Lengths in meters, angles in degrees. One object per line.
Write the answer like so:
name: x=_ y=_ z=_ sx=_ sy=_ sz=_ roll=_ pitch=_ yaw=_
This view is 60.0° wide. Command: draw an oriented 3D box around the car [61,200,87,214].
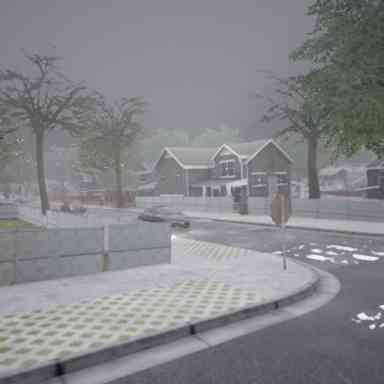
car: x=-14.152 y=1.732 z=39.763 sx=2.097 sy=1.767 sz=4.553 roll=-3 pitch=1 yaw=-35

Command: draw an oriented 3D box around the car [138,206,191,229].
car: x=-1.976 y=1.705 z=22.384 sx=1.837 sy=1.490 sz=4.892 roll=-3 pitch=1 yaw=-35
